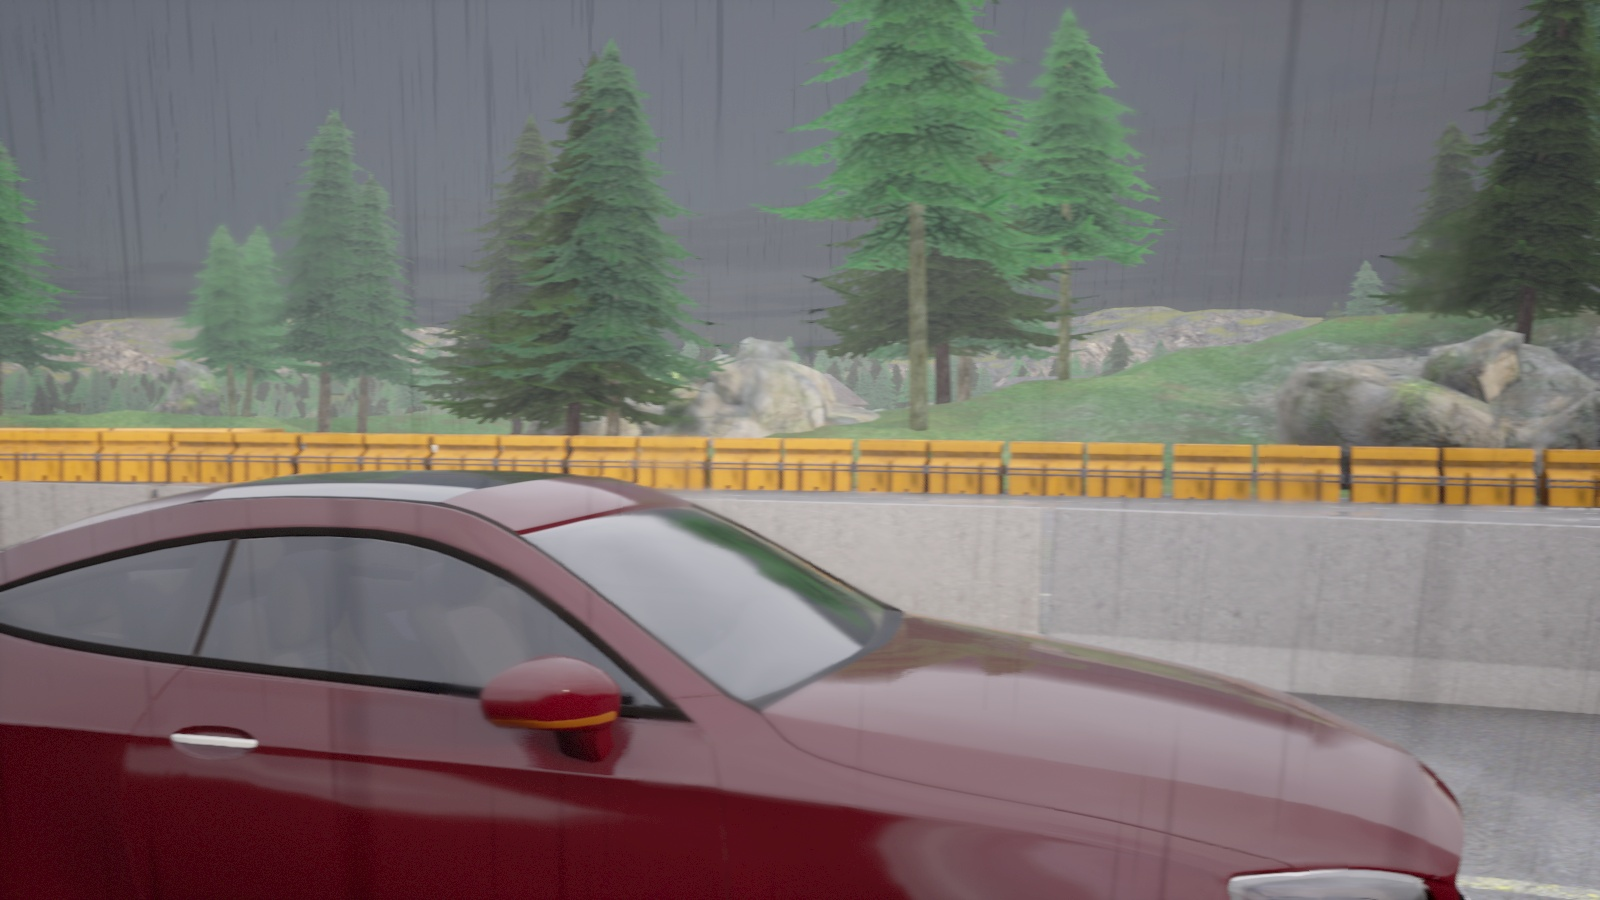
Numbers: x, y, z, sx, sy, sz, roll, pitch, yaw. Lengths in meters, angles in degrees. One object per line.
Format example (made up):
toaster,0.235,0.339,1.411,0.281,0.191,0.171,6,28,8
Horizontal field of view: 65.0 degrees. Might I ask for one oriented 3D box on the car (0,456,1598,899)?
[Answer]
car,-0.770,0.784,3.462,4.674,1.442,1.812,1,1,16
